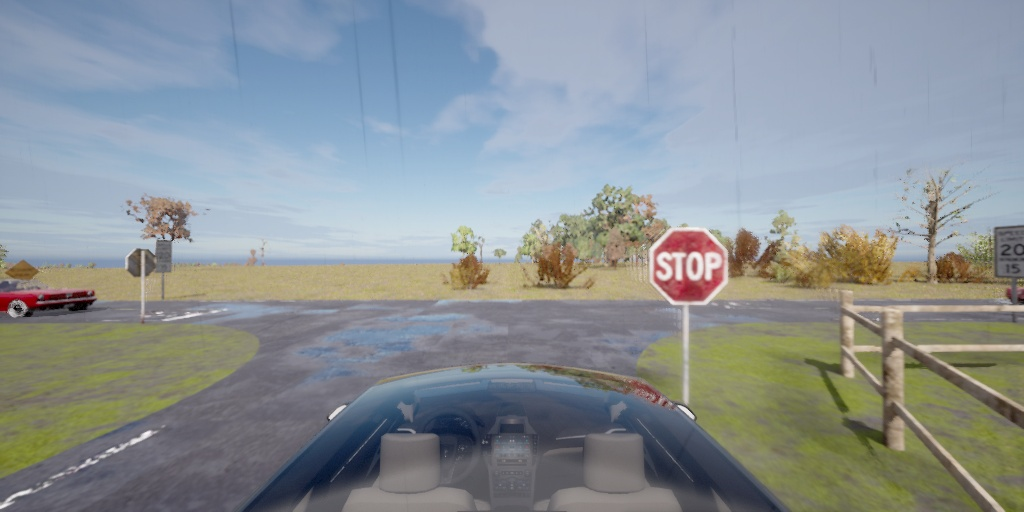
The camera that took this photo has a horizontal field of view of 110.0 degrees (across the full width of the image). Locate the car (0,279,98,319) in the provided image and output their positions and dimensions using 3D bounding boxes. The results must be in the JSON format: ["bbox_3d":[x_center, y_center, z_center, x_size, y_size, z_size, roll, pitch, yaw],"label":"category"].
[{"bbox_3d":[-18.498,1.523,13.214,4.718,1.301,1.895,0,-1,0],"label":"car"}]

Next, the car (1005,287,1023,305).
[{"bbox_3d":[21.398,1.418,12.959,4.718,1.301,1.895,0,-1,1],"label":"car"}]

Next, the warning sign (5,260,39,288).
[{"bbox_3d":[-25.392,1.112,18.562,1.060,1.860,1.300,0,0,0],"label":"warning sign"}]
